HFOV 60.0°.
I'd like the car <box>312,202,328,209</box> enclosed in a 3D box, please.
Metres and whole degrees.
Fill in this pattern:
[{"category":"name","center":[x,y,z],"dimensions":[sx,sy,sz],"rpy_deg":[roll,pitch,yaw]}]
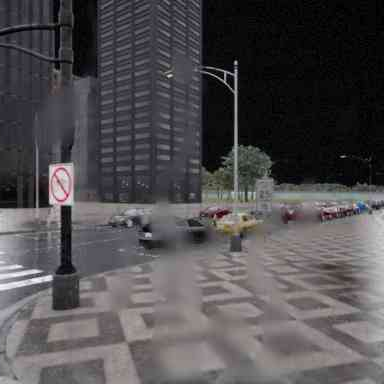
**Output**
[{"category":"car","center":[25.346,2.673,65.736],"dimensions":[1.887,1.381,4.507],"rpy_deg":[-1,-2,36]}]

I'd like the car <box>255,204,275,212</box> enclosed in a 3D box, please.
[{"category":"car","center":[8.951,2.210,42.769],"dimensions":[2.008,1.369,4.403],"rpy_deg":[-1,-2,36]}]

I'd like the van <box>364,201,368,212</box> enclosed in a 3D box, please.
[{"category":"van","center":[25.723,2.290,51.596],"dimensions":[1.690,1.788,3.998],"rpy_deg":[-1,-2,36]}]

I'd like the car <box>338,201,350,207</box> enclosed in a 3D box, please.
[{"category":"car","center":[38.462,3.038,84.109],"dimensions":[2.008,1.369,4.403],"rpy_deg":[-1,-1,36]}]

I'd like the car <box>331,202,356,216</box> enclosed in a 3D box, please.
[{"category":"car","center":[19.165,2.304,42.405],"dimensions":[1.887,1.381,4.507],"rpy_deg":[-1,-2,36]}]

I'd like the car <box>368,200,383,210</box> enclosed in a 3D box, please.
[{"category":"car","center":[35.561,2.539,65.378],"dimensions":[2.192,1.841,5.009],"rpy_deg":[-1,-2,36]}]

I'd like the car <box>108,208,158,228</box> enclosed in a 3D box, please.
[{"category":"car","center":[-4.163,1.842,24.396],"dimensions":[2.008,1.369,4.403],"rpy_deg":[-1,-1,36]}]

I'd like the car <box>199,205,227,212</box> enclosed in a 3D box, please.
[{"category":"car","center":[2.394,2.016,33.583],"dimensions":[1.887,1.381,4.507],"rpy_deg":[-1,-2,36]}]

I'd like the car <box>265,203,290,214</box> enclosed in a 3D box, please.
[{"category":"car","center":[12.230,2.305,47.362],"dimensions":[2.008,1.369,4.403],"rpy_deg":[-1,-2,36]}]

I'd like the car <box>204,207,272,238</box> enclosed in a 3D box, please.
[{"category":"car","center":[2.869,1.824,19.576],"dimensions":[1.752,1.417,4.829],"rpy_deg":[-1,-2,36]}]

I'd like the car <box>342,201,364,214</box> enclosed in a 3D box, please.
[{"category":"car","center":[22.444,2.295,47.001],"dimensions":[1.967,1.590,4.097],"rpy_deg":[-1,-2,36]}]

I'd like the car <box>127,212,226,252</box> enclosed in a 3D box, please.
[{"category":"car","center":[-0.507,1.775,14.844],"dimensions":[1.947,1.339,4.313],"rpy_deg":[-1,-2,36]}]

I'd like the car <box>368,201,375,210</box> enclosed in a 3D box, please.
[{"category":"car","center":[29.003,2.592,56.185],"dimensions":[2.008,1.369,4.403],"rpy_deg":[-1,-2,36]}]

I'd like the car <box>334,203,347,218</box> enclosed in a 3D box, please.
[{"category":"car","center":[15.890,2.246,37.816],"dimensions":[1.802,1.307,4.206],"rpy_deg":[-1,-2,36]}]

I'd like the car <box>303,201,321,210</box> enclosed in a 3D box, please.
[{"category":"car","center":[22.066,2.476,61.144],"dimensions":[1.967,1.590,4.097],"rpy_deg":[-1,-2,36]}]

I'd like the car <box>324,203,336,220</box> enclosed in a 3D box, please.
[{"category":"car","center":[12.607,2.114,33.218],"dimensions":[1.887,1.381,4.507],"rpy_deg":[-1,-2,36]}]

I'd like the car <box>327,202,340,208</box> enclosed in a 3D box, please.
[{"category":"car","center":[31.904,2.891,74.922],"dimensions":[1.802,1.307,4.206],"rpy_deg":[-1,-2,36]}]

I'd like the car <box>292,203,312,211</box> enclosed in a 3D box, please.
[{"category":"car","center":[18.788,2.494,56.549],"dimensions":[2.008,1.369,4.403],"rpy_deg":[-1,-2,36]}]

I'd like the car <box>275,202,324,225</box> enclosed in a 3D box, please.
[{"category":"car","center":[9.327,1.791,28.630],"dimensions":[2.192,1.841,5.009],"rpy_deg":[-1,-2,36]}]
